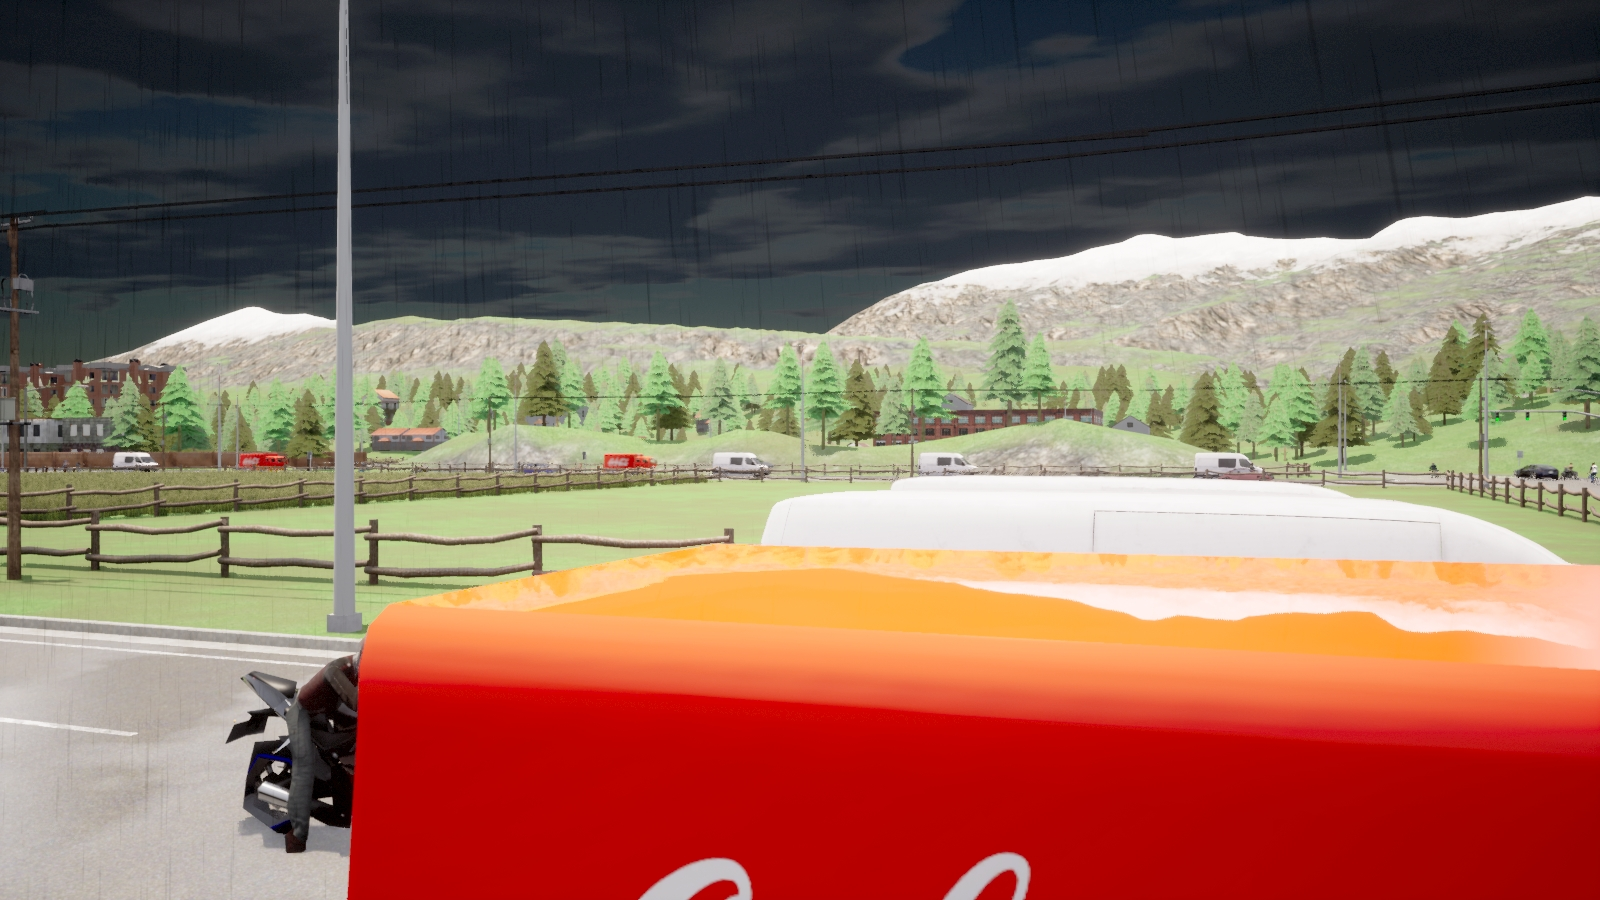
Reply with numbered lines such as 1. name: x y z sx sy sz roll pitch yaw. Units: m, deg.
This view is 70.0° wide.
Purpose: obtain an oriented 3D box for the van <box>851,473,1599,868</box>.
1. van: 3.550 1.533 9.451 5.915 2.561 1.988 0 0 20

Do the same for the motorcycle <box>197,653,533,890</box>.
1. motorcycle: -3.100 2.209 8.150 2.209 1.251 0.867 0 0 20

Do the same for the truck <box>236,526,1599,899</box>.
1. truck: 1.688 1.566 2.755 5.204 2.467 2.627 0 0 21

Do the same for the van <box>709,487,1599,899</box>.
1. van: 2.633 1.535 6.060 5.915 2.561 1.988 0 0 20
